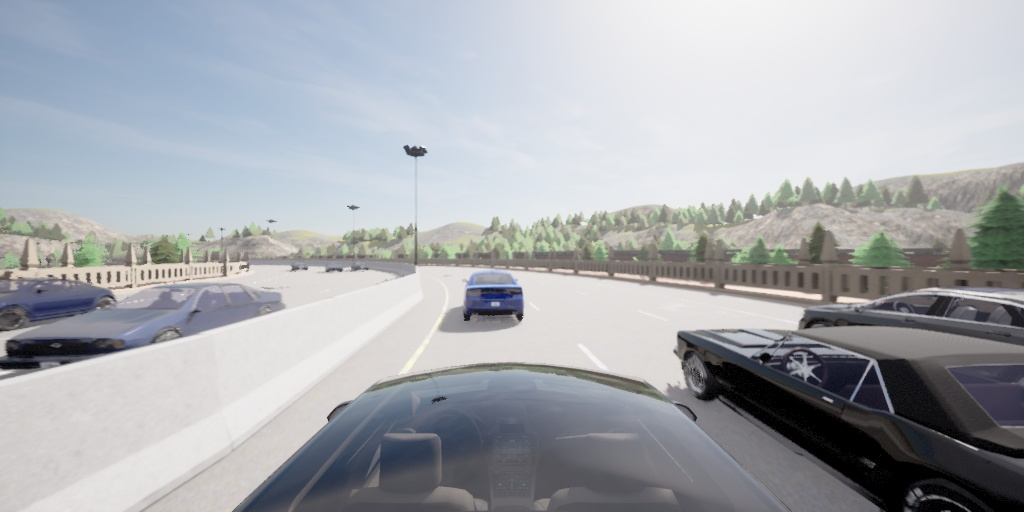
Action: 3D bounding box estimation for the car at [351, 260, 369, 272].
[{"bbox_3d":[-21.375,1.382,50.443,2.128,1.511,4.902,0,0,-31],"label":"car"}]

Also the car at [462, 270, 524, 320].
[{"bbox_3d":[-0.754,1.242,12.794,1.882,1.535,5.008,0,0,-6],"label":"car"}]

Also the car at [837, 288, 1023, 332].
[{"bbox_3d":[6.853,1.216,5.398,2.128,1.511,4.902,0,0,-2],"label":"car"}]

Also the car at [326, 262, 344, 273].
[{"bbox_3d":[-23.057,1.442,46.536,2.033,1.411,5.357,0,0,-30],"label":"car"}]

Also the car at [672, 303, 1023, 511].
[{"bbox_3d":[3.453,1.338,3.444,1.895,1.301,4.718,0,0,-1],"label":"car"}]

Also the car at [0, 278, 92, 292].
[{"bbox_3d":[-14.796,1.387,10.894,1.994,1.385,4.181,0,0,-7],"label":"car"}]

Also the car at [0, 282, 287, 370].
[{"bbox_3d":[-7.444,1.336,8.280,2.033,1.411,5.357,0,0,-4],"label":"car"}]

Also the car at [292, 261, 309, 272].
[{"bbox_3d":[-30.578,1.422,51.689,2.128,1.511,4.902,0,0,-35],"label":"car"}]
